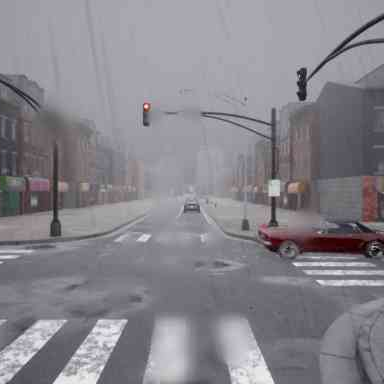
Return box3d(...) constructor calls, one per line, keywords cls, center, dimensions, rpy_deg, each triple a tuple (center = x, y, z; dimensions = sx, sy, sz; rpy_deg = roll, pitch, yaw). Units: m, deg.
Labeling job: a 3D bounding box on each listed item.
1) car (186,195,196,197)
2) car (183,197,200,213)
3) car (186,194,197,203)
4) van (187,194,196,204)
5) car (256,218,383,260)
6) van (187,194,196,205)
box3d(cls="car", center=(-0.033, 1.520, 42.487), dimensions=(1.752, 1.417, 4.829), rpy_deg=(0, 0, 0))
box3d(cls="car", center=(-0.012, 1.561, 36.712), dimensions=(1.947, 1.339, 4.313), rpy_deg=(0, 0, 0))
box3d(cls="car", center=(-0.132, 1.322, 70.345), dimensions=(2.192, 1.841, 5.009), rpy_deg=(0, 0, 0))
box3d(cls="van", center=(-0.112, 1.344, 64.740), dimensions=(1.690, 1.788, 3.998), rpy_deg=(0, 0, 0))
box3d(cls="car", center=(4.732, 1.612, 11.892), dimensions=(4.718, 1.301, 1.895), rpy_deg=(0, 0, 0))
box3d(cls="van", center=(-0.093, 1.340, 59.135), dimensions=(1.690, 1.788, 3.998), rpy_deg=(0, 0, 0))
